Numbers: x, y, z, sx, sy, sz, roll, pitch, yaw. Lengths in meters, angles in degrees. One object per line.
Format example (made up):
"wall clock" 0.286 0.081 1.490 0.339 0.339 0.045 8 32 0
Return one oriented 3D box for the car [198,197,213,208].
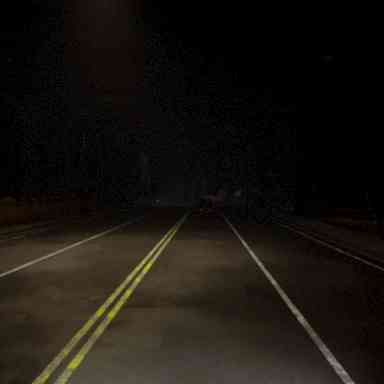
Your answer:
"car" 1.986 1.534 48.744 2.128 1.511 4.902 0 -1 2
